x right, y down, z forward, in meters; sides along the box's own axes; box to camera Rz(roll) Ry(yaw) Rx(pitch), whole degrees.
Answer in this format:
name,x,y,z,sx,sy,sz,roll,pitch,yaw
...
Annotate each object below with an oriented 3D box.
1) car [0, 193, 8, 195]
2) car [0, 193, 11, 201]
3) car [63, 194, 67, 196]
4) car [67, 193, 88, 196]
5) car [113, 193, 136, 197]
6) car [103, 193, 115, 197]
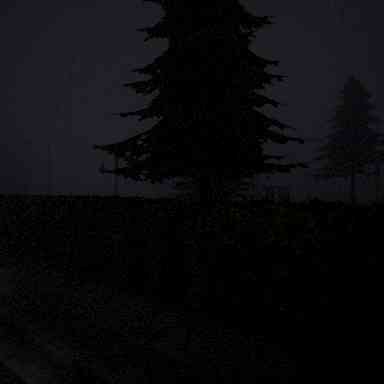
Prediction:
name,x,y,z,sx,sy,sz,roll,pitch,yaw
car,-23.711,1.330,41.282,5.027,1.636,2.152,0,0,-45
car,-41.765,1.097,71.634,4.605,1.855,1.932,0,0,-45
car,-31.908,1.232,85.939,3.806,1.475,1.970,0,0,-45
car,-27.175,1.154,81.593,5.027,1.636,2.152,0,0,-45
car,-10.306,1.384,54.272,3.806,1.475,1.970,0,0,-45
car,-15.867,1.097,70.694,4.605,1.855,1.932,0,0,-45
